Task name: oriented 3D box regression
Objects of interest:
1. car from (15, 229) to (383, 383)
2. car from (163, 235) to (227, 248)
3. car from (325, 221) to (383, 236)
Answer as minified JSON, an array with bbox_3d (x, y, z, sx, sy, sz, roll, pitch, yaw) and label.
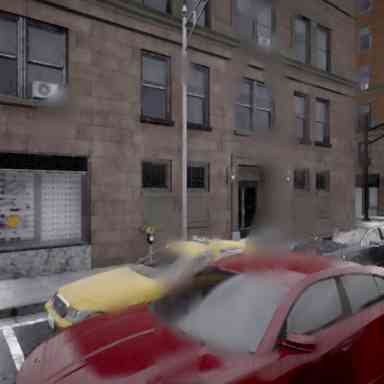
[{"bbox_3d":[0.825,1.477,3.690,5.008,1.535,1.882,0,0,-36],"label":"car"},{"bbox_3d":[-0.051,1.525,6.147,4.829,1.417,1.752,0,0,-35],"label":"car"},{"bbox_3d":[4.585,1.550,9.444,4.403,1.369,2.008,0,0,-35],"label":"car"}]
